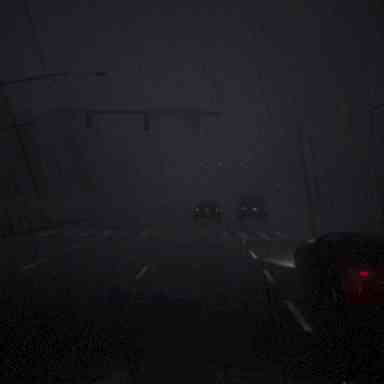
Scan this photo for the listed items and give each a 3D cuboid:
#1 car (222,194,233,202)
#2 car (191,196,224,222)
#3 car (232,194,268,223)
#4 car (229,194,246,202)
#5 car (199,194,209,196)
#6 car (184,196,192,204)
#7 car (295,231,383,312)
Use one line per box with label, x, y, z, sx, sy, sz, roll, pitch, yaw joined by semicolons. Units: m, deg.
car;8.081;1.802;86.691;1.812;1.442;4.674;0;0;32
car;1.294;1.458;28.013;2.097;1.767;4.553;1;0;3
car;4.762;1.367;27.150;2.150;2.045;5.566;1;0;3
car;11.936;1.535;86.349;2.150;2.045;5.566;0;0;32
car;2.850;1.450;83.957;2.150;2.045;5.566;0;0;22
car;-0.479;1.636;68.013;1.882;1.535;5.008;1;0;3
car;3.861;1.617;7.917;1.994;1.385;4.181;0;0;3
